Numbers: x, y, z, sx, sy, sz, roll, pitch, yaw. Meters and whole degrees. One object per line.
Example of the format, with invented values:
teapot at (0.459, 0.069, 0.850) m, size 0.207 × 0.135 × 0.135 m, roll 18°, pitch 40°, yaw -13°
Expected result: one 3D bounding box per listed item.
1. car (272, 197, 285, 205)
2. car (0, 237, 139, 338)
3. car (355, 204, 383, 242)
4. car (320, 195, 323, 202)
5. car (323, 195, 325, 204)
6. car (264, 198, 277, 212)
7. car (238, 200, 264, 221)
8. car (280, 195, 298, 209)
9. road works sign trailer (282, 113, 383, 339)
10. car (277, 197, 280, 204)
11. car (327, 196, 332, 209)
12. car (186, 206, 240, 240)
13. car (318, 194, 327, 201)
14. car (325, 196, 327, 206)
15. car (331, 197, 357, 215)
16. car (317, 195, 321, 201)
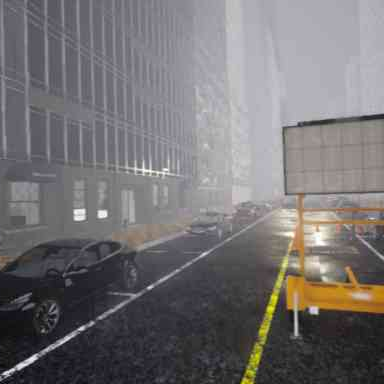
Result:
car at (15.911, 1.642, 60.867) m, size 1.887 × 1.381 × 4.507 m, roll -1°, pitch 0°, yaw 19°
car at (-2.698, 1.718, 7.105) m, size 1.947 × 1.339 × 4.313 m, roll -1°, pitch 0°, yaw 19°
car at (8.932, 1.420, 15.097) m, size 2.008 × 1.369 × 4.403 m, roll -1°, pitch 0°, yaw 19°
car at (21.958, 1.382, 52.729) m, size 2.008 × 1.369 × 4.403 m, roll -1°, pitch 0°, yaw 19°
car at (20.098, 1.418, 47.353) m, size 1.802 × 1.307 × 4.206 m, roll -1°, pitch 0°, yaw 19°
car at (8.467, 1.668, 39.362) m, size 2.008 × 1.369 × 4.403 m, roll -1°, pitch 0°, yaw 19°
car at (4.743, 1.568, 28.611) m, size 1.967 × 1.590 × 4.097 m, roll -1°, pitch 0°, yaw 19°
car at (13.616, 1.571, 46.115) m, size 2.033 × 1.411 × 5.357 m, roll -2°, pitch -1°, yaw 20°
road works sign trailer at (2.968, 0.432, 6.139) m, size 2.380 × 3.560 × 2.880 m, roll -2°, pitch -1°, yaw 19°
car at (10.328, 1.656, 44.738) m, size 1.887 × 1.381 × 4.507 m, roll -1°, pitch 0°, yaw 19°
car at (16.372, 1.287, 36.601) m, size 1.967 × 1.590 × 4.097 m, roll -1°, pitch 0°, yaw 19°
car at (1.023, 1.691, 17.857) m, size 2.008 × 1.369 × 4.403 m, roll -1°, pitch 0°, yaw 19°
car at (31.317, 1.337, 79.770) m, size 1.752 × 1.417 × 4.829 m, roll -1°, pitch 0°, yaw 19°
car at (18.236, 1.386, 41.977) m, size 1.887 × 1.381 × 4.507 m, roll -1°, pitch 0°, yaw 19°
car at (14.514, 1.403, 31.225) m, size 2.008 × 1.369 × 4.403 m, roll -1°, pitch 0°, yaw 19°
car at (27.541, 1.385, 68.856) m, size 1.947 × 1.339 × 4.313 m, roll -1°, pitch 0°, yaw 19°
